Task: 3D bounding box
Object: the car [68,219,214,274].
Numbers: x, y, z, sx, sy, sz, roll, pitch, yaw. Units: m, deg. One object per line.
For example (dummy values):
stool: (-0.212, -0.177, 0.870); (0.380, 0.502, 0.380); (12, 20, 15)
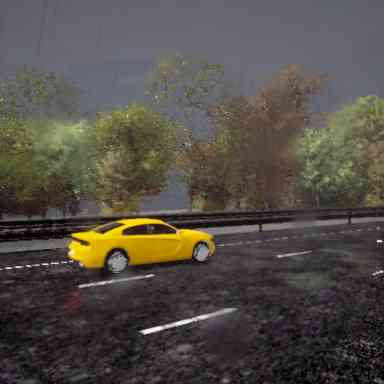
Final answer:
car: (-1.519, 1.655, 11.295); (5.008, 1.535, 1.882); (1, -1, -34)
